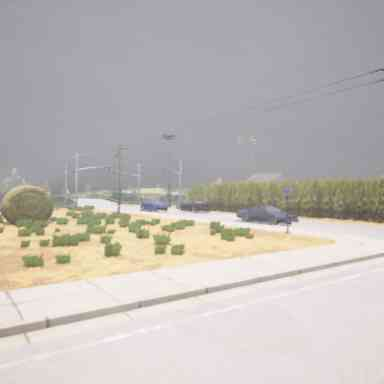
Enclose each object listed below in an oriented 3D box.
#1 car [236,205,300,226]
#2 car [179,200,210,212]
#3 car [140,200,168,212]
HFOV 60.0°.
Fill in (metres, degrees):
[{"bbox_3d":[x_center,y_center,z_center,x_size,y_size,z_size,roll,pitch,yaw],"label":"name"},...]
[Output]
[{"bbox_3d":[5.852,1.783,26.393,2.033,1.411,5.357,1,0,-35],"label":"car"},{"bbox_3d":[0.199,1.754,41.101,1.882,1.535,5.008,1,0,-35],"label":"car"},{"bbox_3d":[-4.779,1.716,41.879,1.882,1.535,5.008,1,0,-34],"label":"car"}]
